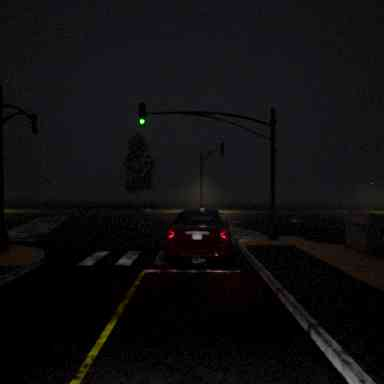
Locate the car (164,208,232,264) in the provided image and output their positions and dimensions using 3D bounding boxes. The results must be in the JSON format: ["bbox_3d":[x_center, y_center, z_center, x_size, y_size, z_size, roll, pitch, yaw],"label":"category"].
[{"bbox_3d":[0.347,1.356,12.011,2.097,1.767,4.553,0,0,5],"label":"car"}]
